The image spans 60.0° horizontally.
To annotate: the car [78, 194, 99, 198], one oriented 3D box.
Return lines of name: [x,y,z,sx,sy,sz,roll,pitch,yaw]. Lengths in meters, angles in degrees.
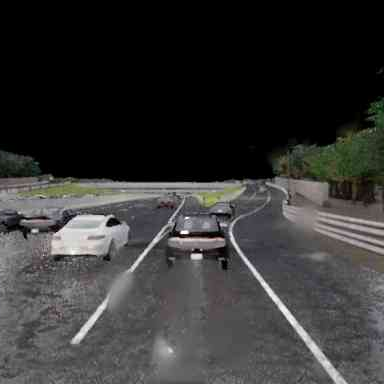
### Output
car: [-21.148,1.355,68.300,1.882,1.535,5.008,0,0,0]

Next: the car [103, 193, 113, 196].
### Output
car: [-21.306,1.129,84.157,2.097,1.767,4.553,0,0,-1]

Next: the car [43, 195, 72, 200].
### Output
car: [-21.098,1.580,52.445,1.895,1.301,4.718,0,0,0]

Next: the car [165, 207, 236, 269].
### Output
car: [0.198,1.489,11.201,2.128,1.511,4.902,0,0,2]

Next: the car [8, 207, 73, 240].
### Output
car: [-6.877,1.487,16.974,2.128,1.511,4.902,0,0,0]

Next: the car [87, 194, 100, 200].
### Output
car: [-24.806,1.274,84.043,1.837,1.490,4.892,0,0,-1]

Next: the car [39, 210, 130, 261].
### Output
car: [-3.485,1.523,12.067,1.812,1.442,4.674,0,0,0]

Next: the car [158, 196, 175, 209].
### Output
car: [-3.511,1.342,46.323,2.097,1.767,4.553,0,0,0]

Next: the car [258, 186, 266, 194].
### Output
car: [17.756,-0.304,84.215,2.128,1.511,4.902,0,3,11]

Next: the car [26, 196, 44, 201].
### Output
car: [-24.598,1.483,52.384,1.837,1.490,4.892,0,0,0]

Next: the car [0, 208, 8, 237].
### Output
car: [-10.377,1.559,18.025,1.994,1.385,4.181,0,0,0]

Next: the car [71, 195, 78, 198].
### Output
car: [-24.648,1.417,68.218,2.033,1.411,5.357,0,0,0]

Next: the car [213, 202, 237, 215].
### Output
car: [2.883,1.587,30.192,1.994,1.385,4.181,2,0,14]
